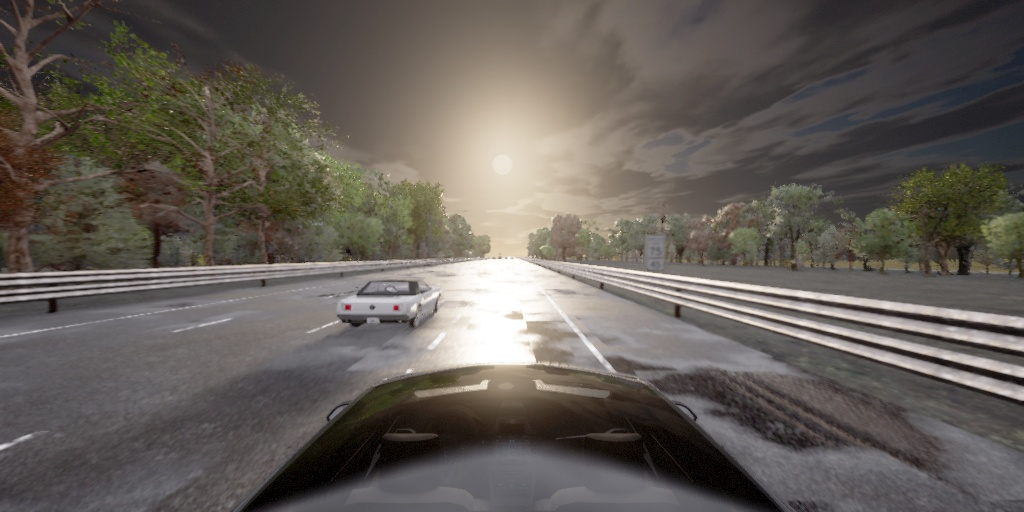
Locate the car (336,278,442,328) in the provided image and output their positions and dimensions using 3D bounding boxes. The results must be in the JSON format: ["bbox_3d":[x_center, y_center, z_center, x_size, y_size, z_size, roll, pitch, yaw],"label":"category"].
[{"bbox_3d":[-3.497,1.339,11.264,1.895,1.301,4.718,0,0,0],"label":"car"}]
